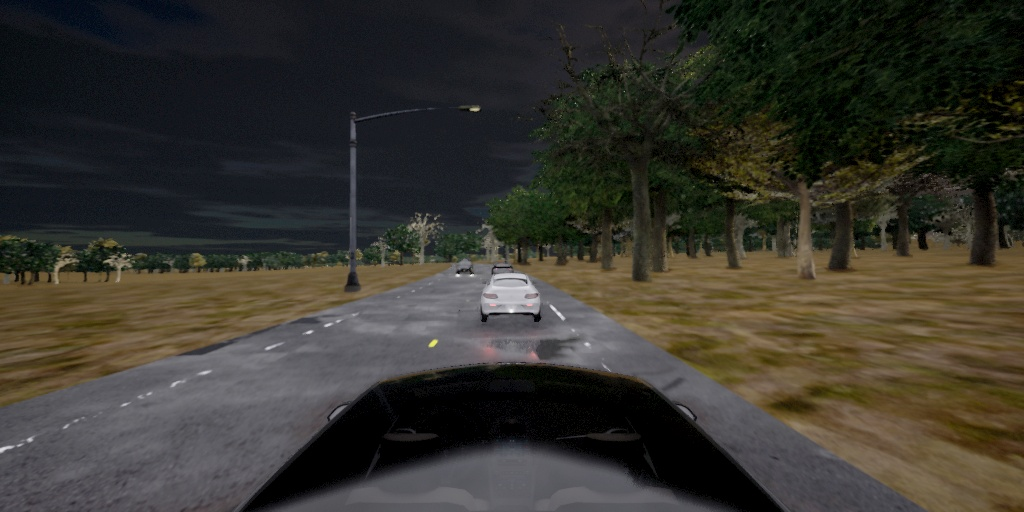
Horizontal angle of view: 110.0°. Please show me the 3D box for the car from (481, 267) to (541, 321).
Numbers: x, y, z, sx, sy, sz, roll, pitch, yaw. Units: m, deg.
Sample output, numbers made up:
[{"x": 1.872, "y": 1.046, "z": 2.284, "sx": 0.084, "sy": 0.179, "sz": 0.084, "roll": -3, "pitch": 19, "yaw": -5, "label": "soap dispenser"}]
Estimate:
[{"x": -0.076, "y": 1.285, "z": 12.353, "sx": 1.812, "sy": 1.442, "sz": 4.674, "roll": 0, "pitch": 0, "yaw": -1, "label": "car"}]

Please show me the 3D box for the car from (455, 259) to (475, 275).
[{"x": -5.175, "y": 1.274, "z": 39.862, "sx": 1.837, "sy": 1.490, "sz": 4.892, "roll": 0, "pitch": 0, "yaw": -5, "label": "car"}]

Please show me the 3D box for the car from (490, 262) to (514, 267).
[{"x": -0.856, "y": 1.264, "z": 31.055, "sx": 2.128, "sy": 1.511, "sz": 4.902, "roll": 0, "pitch": 0, "yaw": -4, "label": "car"}]
